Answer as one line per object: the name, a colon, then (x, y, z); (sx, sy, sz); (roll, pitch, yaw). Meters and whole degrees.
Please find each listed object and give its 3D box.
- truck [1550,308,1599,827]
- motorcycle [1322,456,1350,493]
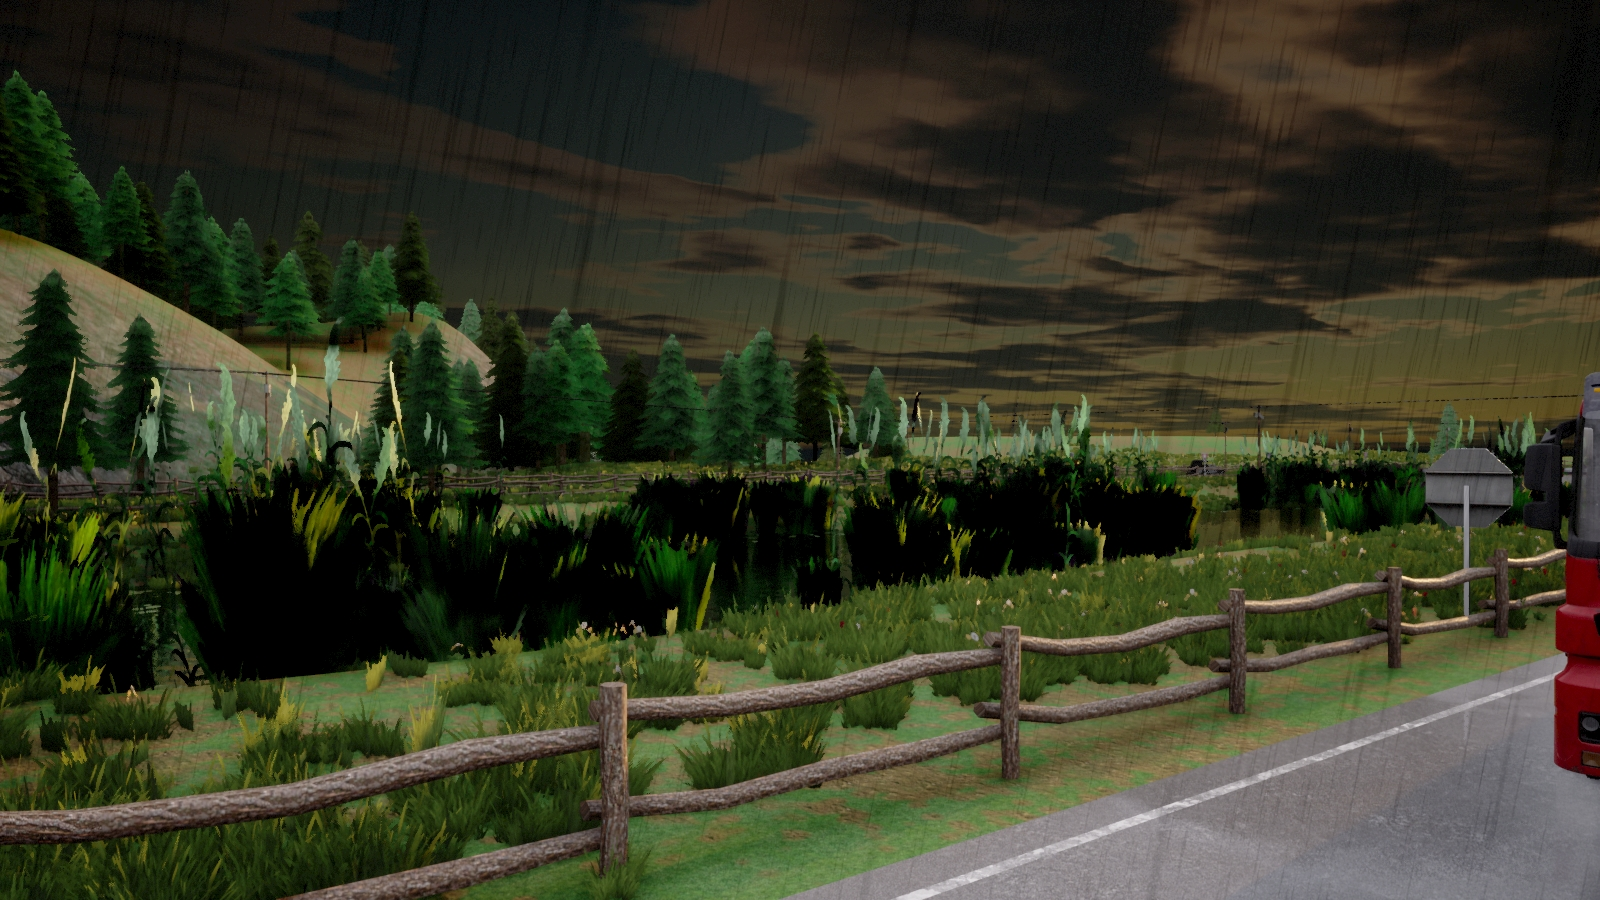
truck: (9.494, 0.862, 10.942); (2.891, 3.827, 8.468); (0, 0, 40)
motorcycle: (34.941, 1.577, 74.480); (2.033, 2.348, 0.803); (0, 0, -39)
